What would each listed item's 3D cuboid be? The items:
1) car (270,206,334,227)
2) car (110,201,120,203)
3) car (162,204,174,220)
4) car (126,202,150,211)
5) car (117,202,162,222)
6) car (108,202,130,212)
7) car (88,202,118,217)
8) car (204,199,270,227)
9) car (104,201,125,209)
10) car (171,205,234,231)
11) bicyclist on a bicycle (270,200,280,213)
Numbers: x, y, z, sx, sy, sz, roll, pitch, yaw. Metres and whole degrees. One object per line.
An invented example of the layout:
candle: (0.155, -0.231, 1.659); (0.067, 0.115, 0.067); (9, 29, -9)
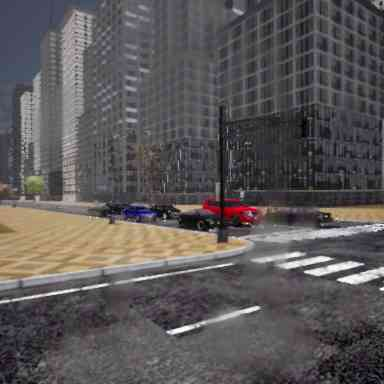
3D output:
car: (7.937, 1.803, 25.386); (2.033, 1.411, 5.357); (0, -1, -37)
car: (-8.610, 2.156, 42.577); (1.837, 1.490, 4.892); (0, -1, -35)
car: (-2.767, 1.996, 34.281); (1.837, 1.490, 4.892); (0, -1, -35)
car: (-8.854, 2.360, 54.346); (1.895, 1.301, 4.718); (0, -1, -35)
car: (-5.121, 2.031, 31.978); (1.812, 1.442, 4.674); (0, -1, -35)
car: (-11.604, 2.349, 52.703); (1.994, 1.385, 4.181); (0, -1, -35)
car: (-11.034, 2.267, 40.372); (1.895, 1.301, 4.718); (0, -1, -35)
car: (3.013, 1.555, 26.083); (2.150, 2.045, 5.566); (0, -1, -35)
car: (-14.604, 2.408, 62.492); (2.128, 1.511, 4.902); (0, -1, -35)
car: (0.678, 1.911, 23.758); (1.994, 1.385, 4.181); (0, -1, -35)
bicyclist on a bicycle: (9.070, 1.637, 36.322); (1.656, 1.620, 0.582); (-1, 0, -35)
